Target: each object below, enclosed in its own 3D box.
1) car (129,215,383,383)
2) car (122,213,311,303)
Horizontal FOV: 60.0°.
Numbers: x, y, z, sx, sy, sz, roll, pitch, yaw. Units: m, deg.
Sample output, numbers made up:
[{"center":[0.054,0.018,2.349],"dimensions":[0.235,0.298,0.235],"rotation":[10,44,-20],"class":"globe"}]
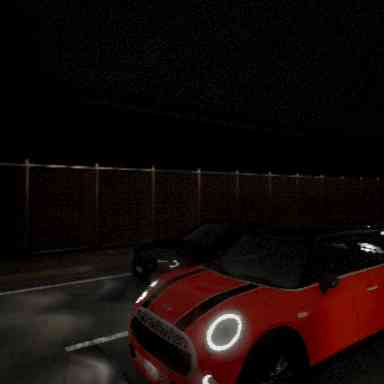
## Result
[{"center":[1.390,1.347,4.944],"dimensions":[4.553,1.767,2.097],"rotation":[0,0,-35],"class":"car"},{"center":[0.855,1.471,8.889],"dimensions":[5.008,1.535,1.882],"rotation":[0,0,-36],"class":"car"}]
